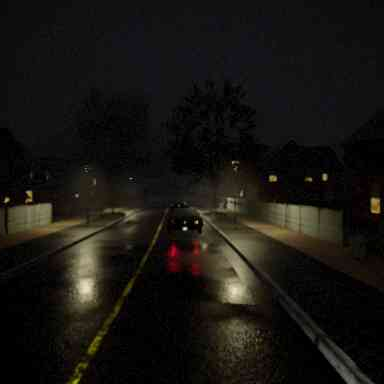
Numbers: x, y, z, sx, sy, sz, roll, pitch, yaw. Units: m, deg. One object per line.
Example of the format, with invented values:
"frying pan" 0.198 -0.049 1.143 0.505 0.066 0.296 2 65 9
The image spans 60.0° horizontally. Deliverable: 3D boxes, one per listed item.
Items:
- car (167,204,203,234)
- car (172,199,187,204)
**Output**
"car" -0.463 1.579 19.144 1.895 1.301 4.718 0 0 -3
"car" -1.559 1.568 40.284 1.994 1.385 4.181 0 0 -3
